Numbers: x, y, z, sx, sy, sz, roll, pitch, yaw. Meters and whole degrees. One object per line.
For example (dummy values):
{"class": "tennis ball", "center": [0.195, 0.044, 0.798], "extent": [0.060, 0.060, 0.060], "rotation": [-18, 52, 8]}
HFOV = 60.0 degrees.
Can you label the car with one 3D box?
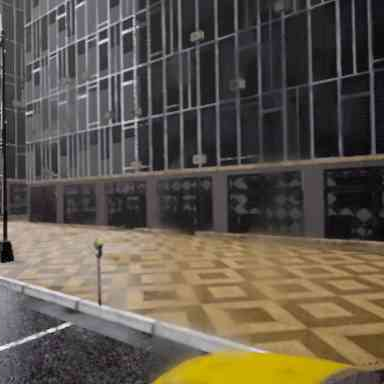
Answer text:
{"class": "car", "center": [1.617, 1.521, 1.581], "extent": [4.829, 1.417, 1.752], "rotation": [-1, -1, 35]}
